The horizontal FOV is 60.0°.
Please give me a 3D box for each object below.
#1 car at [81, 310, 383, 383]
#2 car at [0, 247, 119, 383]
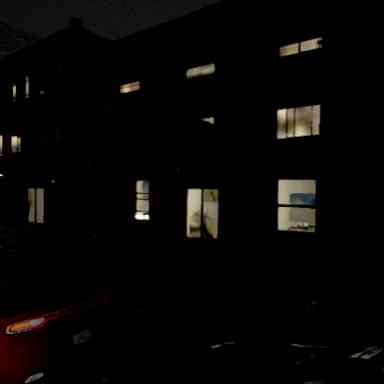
[{"bbox_3d":[1.487,1.582,1.841,4.206,1.307,1.802,0,1,36],"label":"car"},{"bbox_3d":[-3.088,1.540,5.148,4.507,1.381,1.887,0,1,36],"label":"car"}]
